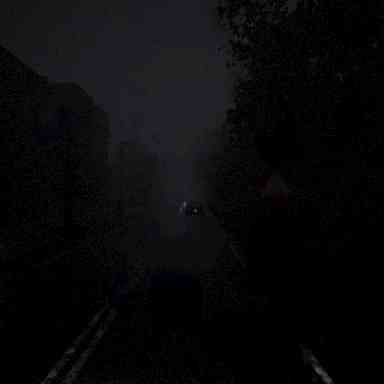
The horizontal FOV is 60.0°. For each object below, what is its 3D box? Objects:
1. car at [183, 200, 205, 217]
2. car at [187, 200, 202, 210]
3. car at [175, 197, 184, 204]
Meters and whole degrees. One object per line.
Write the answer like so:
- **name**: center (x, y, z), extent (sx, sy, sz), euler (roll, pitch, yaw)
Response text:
- **car**: center (0.346, 1.783, 33.896), extent (1.994, 1.385, 4.181), euler (0, 0, 0)
- **car**: center (0.374, 1.832, 46.246), extent (1.895, 1.301, 4.718), euler (0, -2, 1)
- **car**: center (-2.779, 1.888, 74.570), extent (1.994, 1.385, 4.181), euler (0, 0, 0)
